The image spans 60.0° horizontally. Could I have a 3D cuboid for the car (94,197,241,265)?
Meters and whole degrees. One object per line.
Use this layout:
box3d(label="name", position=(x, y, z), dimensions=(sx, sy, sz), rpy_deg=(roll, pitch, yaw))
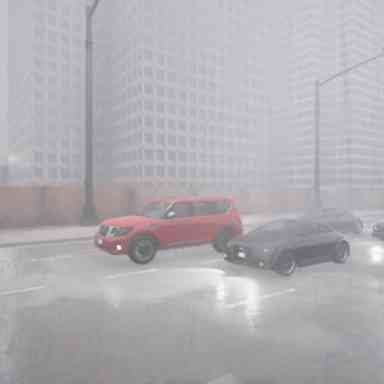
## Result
box3d(label="car", position=(-0.611, 1.208, 12.073), dimensions=(5.566, 2.045, 2.150), rpy_deg=(0, 0, -34))

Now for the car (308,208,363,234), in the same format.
box3d(label="car", position=(7.117, 1.540, 17.435), dimensions=(4.181, 1.385, 1.994), rpy_deg=(0, 0, -35))

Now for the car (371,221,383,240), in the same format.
box3d(label="car", position=(10.625, 1.524, 15.585), dimensions=(5.357, 1.411, 2.033), rpy_deg=(0, 0, -34))

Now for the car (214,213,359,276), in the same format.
box3d(label="car", position=(3.020, 1.551, 10.331), dimensions=(4.181, 1.385, 1.994), rpy_deg=(0, 0, -35))
